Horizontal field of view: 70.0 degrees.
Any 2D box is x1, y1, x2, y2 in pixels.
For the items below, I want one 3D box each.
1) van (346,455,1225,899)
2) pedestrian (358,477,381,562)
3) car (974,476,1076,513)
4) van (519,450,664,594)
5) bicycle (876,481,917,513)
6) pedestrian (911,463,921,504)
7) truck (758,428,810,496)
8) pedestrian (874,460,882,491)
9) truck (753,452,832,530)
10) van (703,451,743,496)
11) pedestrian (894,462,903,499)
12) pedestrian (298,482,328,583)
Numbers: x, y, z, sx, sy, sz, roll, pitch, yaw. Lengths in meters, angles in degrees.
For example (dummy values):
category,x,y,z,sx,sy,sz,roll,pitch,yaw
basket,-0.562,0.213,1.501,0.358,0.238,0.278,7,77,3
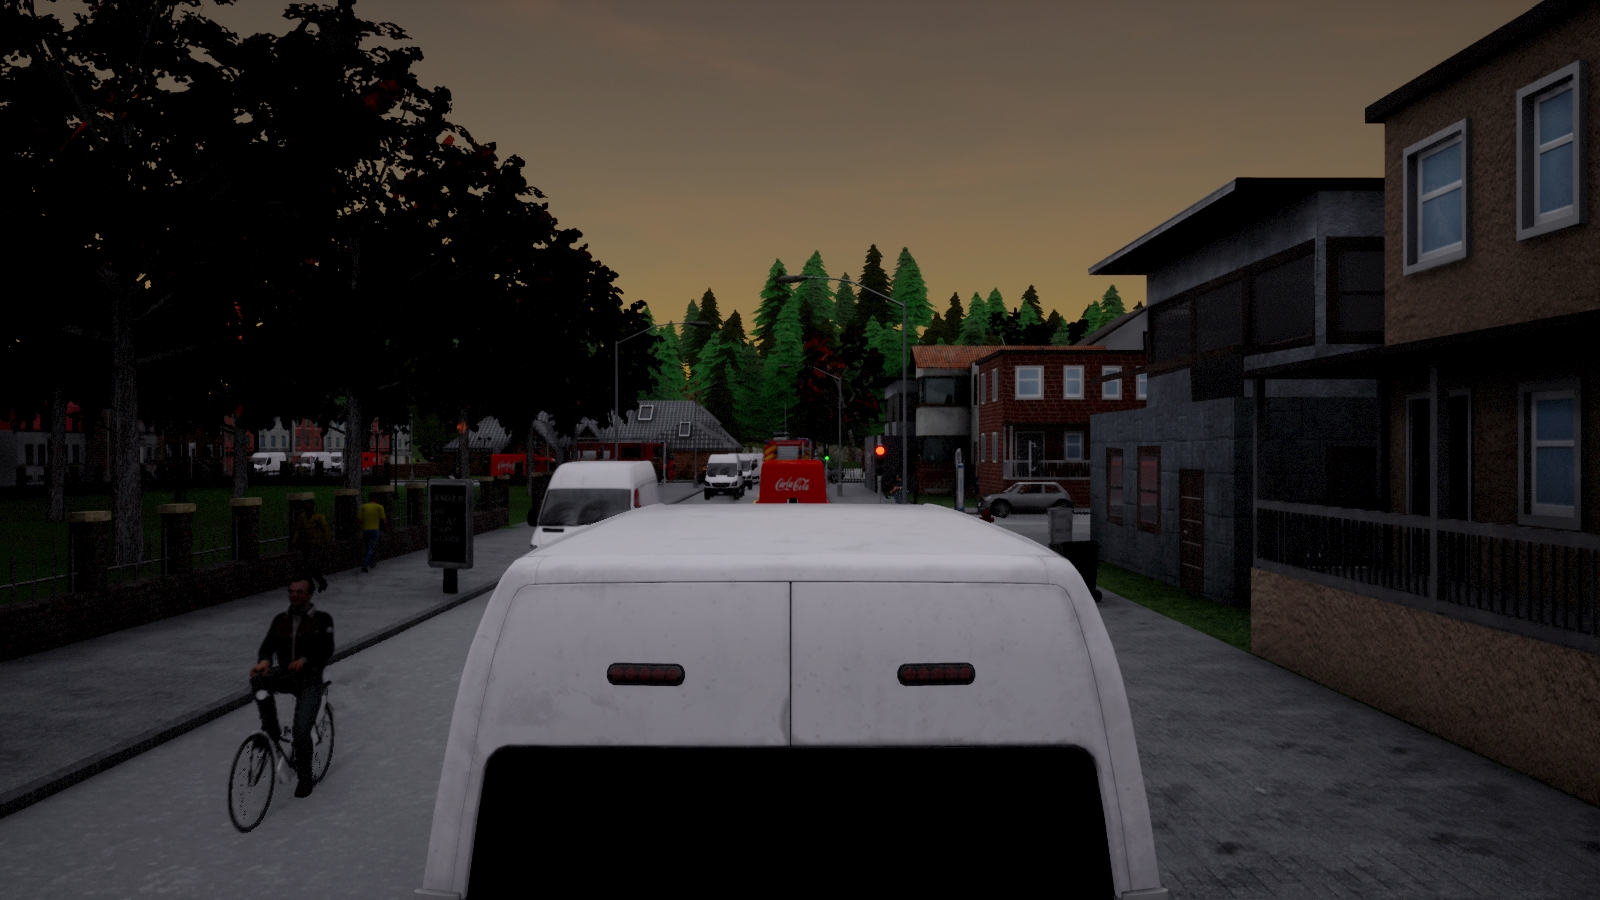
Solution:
category,x,y,z,sx,sy,sz,roll,pitch,yaw
van,-0.041,1.314,5.541,1.988,2.561,5.915,0,0,0
pedestrian,-9.515,1.526,25.246,0.375,1.860,0.375,0,0,-1
car,9.316,1.844,47.508,3.806,1.475,1.970,0,0,-1
van,-4.154,1.312,23.790,1.988,2.561,5.915,0,1,0
bicycle,3.967,1.936,47.101,1.643,1.296,0.373,0,0,-6
pedestrian,5.293,1.516,52.293,0.375,1.860,0.375,0,0,21
truck,-0.854,0.670,68.368,2.891,3.827,8.468,0,0,1
pedestrian,4.733,1.524,69.414,0.375,1.860,0.375,0,0,-10
truck,-0.263,1.364,40.505,2.627,2.467,5.204,0,1,-1
van,-4.457,1.314,66.858,1.988,2.561,5.915,0,0,0
pedestrian,4.905,1.517,56.921,0.375,1.860,0.375,0,0,0
pedestrian,-9.097,1.525,21.333,0.375,1.860,0.375,0,0,10
